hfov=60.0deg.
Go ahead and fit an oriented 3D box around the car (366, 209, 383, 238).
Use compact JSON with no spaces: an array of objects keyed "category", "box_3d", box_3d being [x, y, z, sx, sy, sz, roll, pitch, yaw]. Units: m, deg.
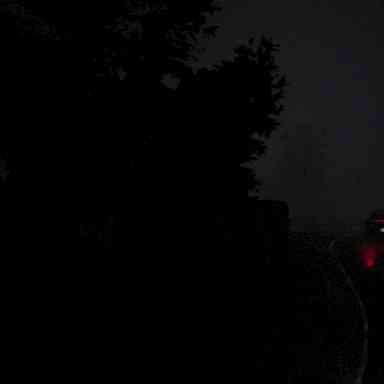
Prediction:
[{"category":"car","box_3d":[10.818,1.629,17.940,2.128,1.511,4.902,-2,-1,40]}]
